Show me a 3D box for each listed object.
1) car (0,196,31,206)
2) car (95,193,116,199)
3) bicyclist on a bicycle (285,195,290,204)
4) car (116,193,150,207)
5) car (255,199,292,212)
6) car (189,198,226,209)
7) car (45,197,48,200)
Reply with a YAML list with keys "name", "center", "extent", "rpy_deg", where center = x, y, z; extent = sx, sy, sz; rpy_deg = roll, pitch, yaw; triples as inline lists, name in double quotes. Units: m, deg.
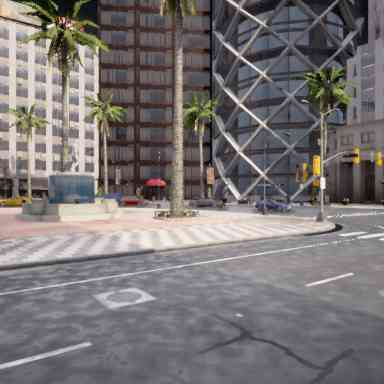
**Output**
- name: "car"
  center: [-28.766, 1.478, 54.459]
  extent: [5.008, 1.535, 1.882]
  rpy_deg: [0, 0, -14]
- name: "car"
  center: [-15.297, 1.221, 59.402]
  extent: [5.566, 2.045, 2.150]
  rpy_deg: [0, 0, 3]
- name: "bicyclist on a bicycle"
  center: [15.718, 1.301, 54.602]
  extent: [0.582, 1.620, 1.656]
  rpy_deg: [0, 0, 42]
- name: "car"
  center: [-8.823, 1.355, 51.319]
  extent: [4.553, 1.767, 2.097]
  rpy_deg: [0, 0, 12]
- name: "car"
  center: [9.625, 1.526, 39.480]
  extent: [1.812, 1.442, 4.674]
  rpy_deg: [0, 0, -39]
- name: "car"
  center: [2.108, 1.547, 46.680]
  extent: [5.357, 1.411, 2.033]
  rpy_deg: [0, 0, 33]
- name: "car"
  center: [-25.587, 1.601, 58.827]
  extent: [4.718, 1.301, 1.895]
  rpy_deg: [0, 0, -10]
